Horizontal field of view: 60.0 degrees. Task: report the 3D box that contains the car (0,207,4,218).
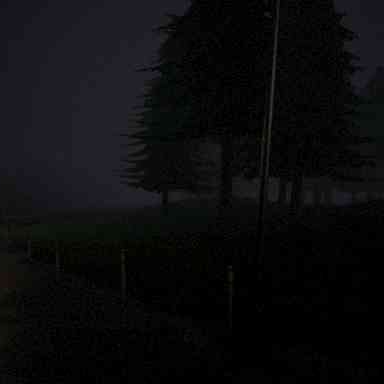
[{"bbox_3d":[-21.347,1.804,34.592,2.097,1.767,4.553,3,-2,-12],"label":"car"}]
